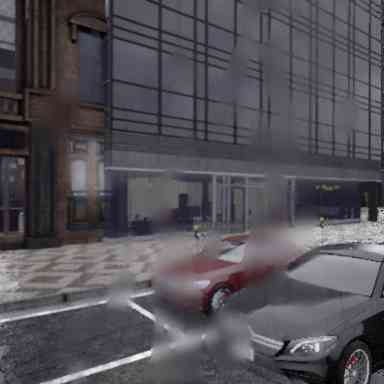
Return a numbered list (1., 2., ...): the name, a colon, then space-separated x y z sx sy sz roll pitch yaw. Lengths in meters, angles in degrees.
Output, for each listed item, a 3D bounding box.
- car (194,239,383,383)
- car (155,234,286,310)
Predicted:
1. car: 2.491 1.576 5.157 4.674 1.442 1.812 1 0 -35
2. car: 1.214 1.635 7.404 4.206 1.307 1.802 1 -1 -35
